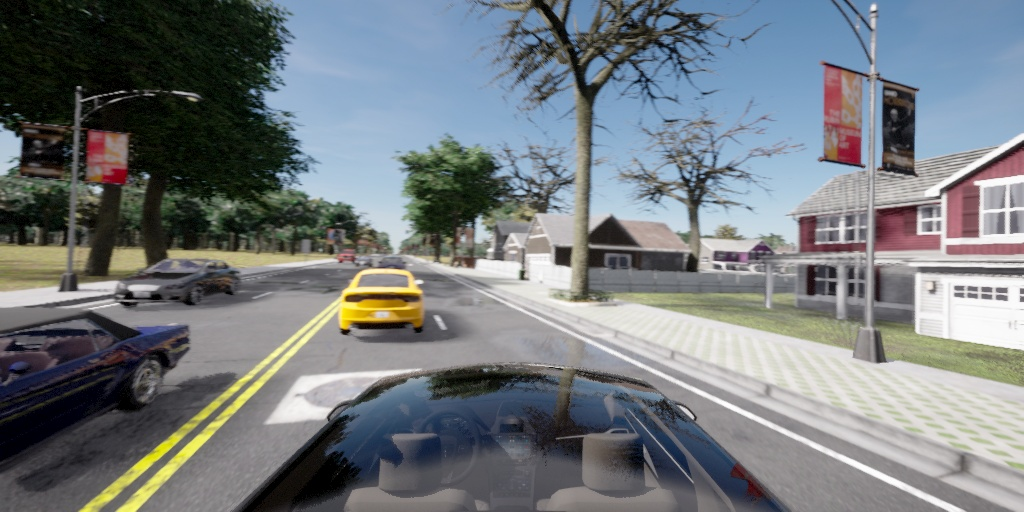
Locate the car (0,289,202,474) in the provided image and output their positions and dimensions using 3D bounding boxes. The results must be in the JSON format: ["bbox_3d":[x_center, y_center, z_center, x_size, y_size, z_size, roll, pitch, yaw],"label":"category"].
[{"bbox_3d":[-4.814,1.174,2.759,1.895,1.301,4.718,2,0,-18],"label":"car"}]

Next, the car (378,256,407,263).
[{"bbox_3d":[-9.177,0.804,27.528,2.097,1.767,4.553,2,0,-18],"label":"car"}]

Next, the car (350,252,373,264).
[{"bbox_3d":[-18.099,0.651,43.996,2.128,1.511,4.902,2,0,-18],"label":"car"}]

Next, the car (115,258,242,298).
[{"bbox_3d":[-11.430,0.835,12.695,2.128,1.511,4.902,2,0,-18],"label":"car"}]

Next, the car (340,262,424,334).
[{"bbox_3d":[-3.586,1.104,10.195,1.882,1.535,5.008,2,0,-18],"label":"car"}]

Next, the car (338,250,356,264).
[{"bbox_3d":[-24.547,0.077,53.692,2.150,2.045,5.566,2,0,-18],"label":"car"}]
